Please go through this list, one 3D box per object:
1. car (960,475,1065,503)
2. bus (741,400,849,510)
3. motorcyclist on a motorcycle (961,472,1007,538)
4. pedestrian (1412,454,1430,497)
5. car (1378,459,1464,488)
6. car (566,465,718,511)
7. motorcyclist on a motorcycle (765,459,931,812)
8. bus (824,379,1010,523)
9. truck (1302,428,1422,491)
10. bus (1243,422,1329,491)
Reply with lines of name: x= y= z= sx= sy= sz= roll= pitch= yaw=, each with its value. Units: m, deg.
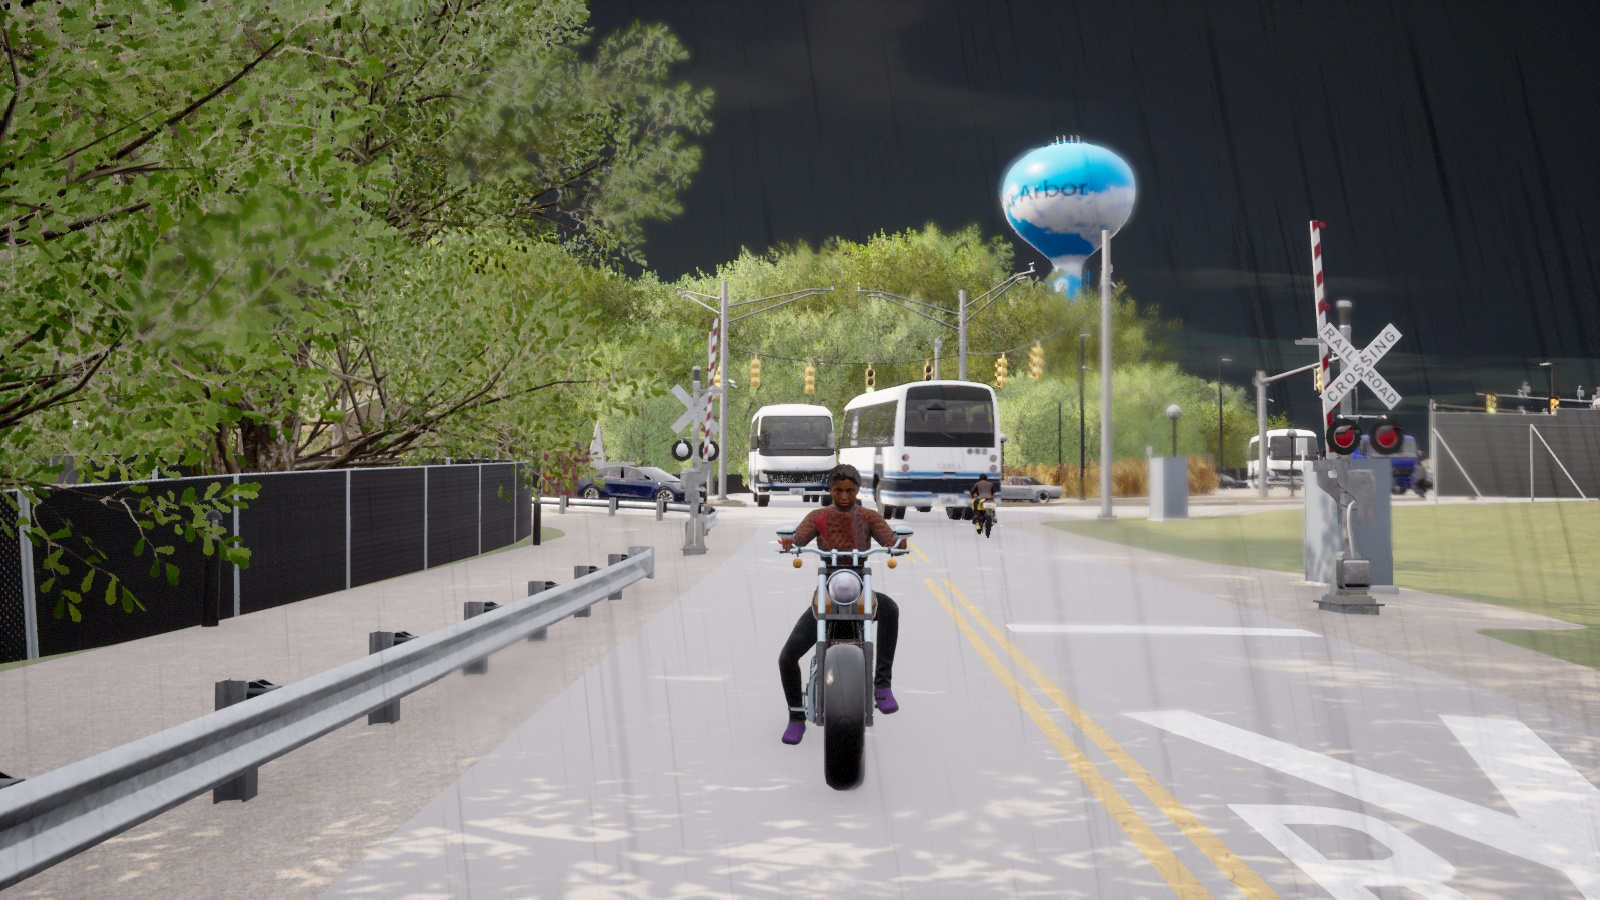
car: x=10.219 y=1.854 z=60.572 sx=4.718 sy=1.301 sz=1.895 roll=0 pitch=-1 yaw=-3
bus: x=-0.415 y=0.233 z=54.423 sx=3.944 sy=4.253 sz=10.273 roll=0 pitch=0 yaw=-4
motorcyclist on a motorcycle: x=4.411 y=1.288 z=30.235 sx=0.797 sy=1.523 sz=2.044 roll=1 pitch=-1 yaw=0
pedestrian: x=28.974 y=1.196 z=58.559 sx=0.423 sy=1.949 sz=0.788 roll=0 pitch=-3 yaw=1
car: x=36.110 y=1.367 z=73.139 sx=2.152 sy=1.651 sz=5.027 roll=0 pitch=-1 yaw=-5
car: x=-5.460 y=1.299 z=43.210 sx=4.792 sy=1.488 sz=2.163 roll=0 pitch=-1 yaw=28
motorcyclist on a motorcycle: x=0.256 y=0.884 z=7.056 sx=0.766 sy=1.649 sz=2.350 roll=0 pitch=-1 yaw=2
bus: x=3.598 y=0.078 z=42.508 sx=3.944 sy=4.253 sz=10.273 roll=0 pitch=0 yaw=-8
truck: x=32.460 y=0.593 z=72.942 sx=2.891 sy=3.462 sz=7.936 roll=0 pitch=-1 yaw=-5
bus: x=33.072 y=0.568 z=85.928 sx=3.944 sy=4.253 sz=10.273 roll=0 pitch=-3 yaw=12
